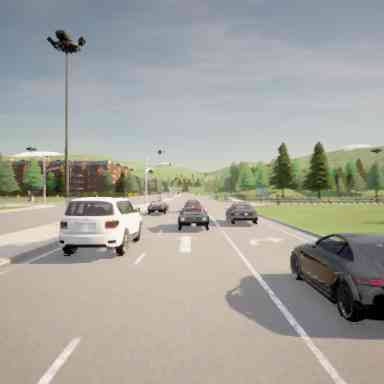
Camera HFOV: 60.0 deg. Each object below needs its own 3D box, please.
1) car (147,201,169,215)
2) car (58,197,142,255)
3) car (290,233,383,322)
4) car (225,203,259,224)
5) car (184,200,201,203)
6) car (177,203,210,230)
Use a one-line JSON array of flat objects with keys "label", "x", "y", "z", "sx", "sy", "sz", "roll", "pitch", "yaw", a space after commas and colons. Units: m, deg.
[{"label": "car", "x": -3.408, "y": 1.583, "z": 34.206, "sx": 1.895, "sy": 1.301, "sz": 4.718, "roll": 0, "pitch": 0, "yaw": 0}, {"label": "car", "x": -3.403, "y": 1.214, "z": 13.345, "sx": 2.150, "sy": 2.045, "sz": 5.566, "roll": 0, "pitch": 0, "yaw": 0}, {"label": "car", "x": 3.599, "y": 1.560, "z": 7.208, "sx": 1.994, "sy": 1.385, "sz": 4.181, "roll": 0, "pitch": 0, "yaw": 0}, {"label": "car", "x": 3.594, "y": 1.535, "z": 24.551, "sx": 2.033, "sy": 1.411, "sz": 5.357, "roll": 0, "pitch": 0, "yaw": 0}, {"label": "car", "x": 0.093, "y": 1.544, "z": 37.620, "sx": 1.994, "sy": 1.385, "sz": 4.181, "roll": 0, "pitch": 0, "yaw": 0}, {"label": "car", "x": 0.094, "y": 1.590, "z": 21.166, "sx": 1.895, "sy": 1.301, "sz": 4.718, "roll": 0, "pitch": 0, "yaw": 0}]
